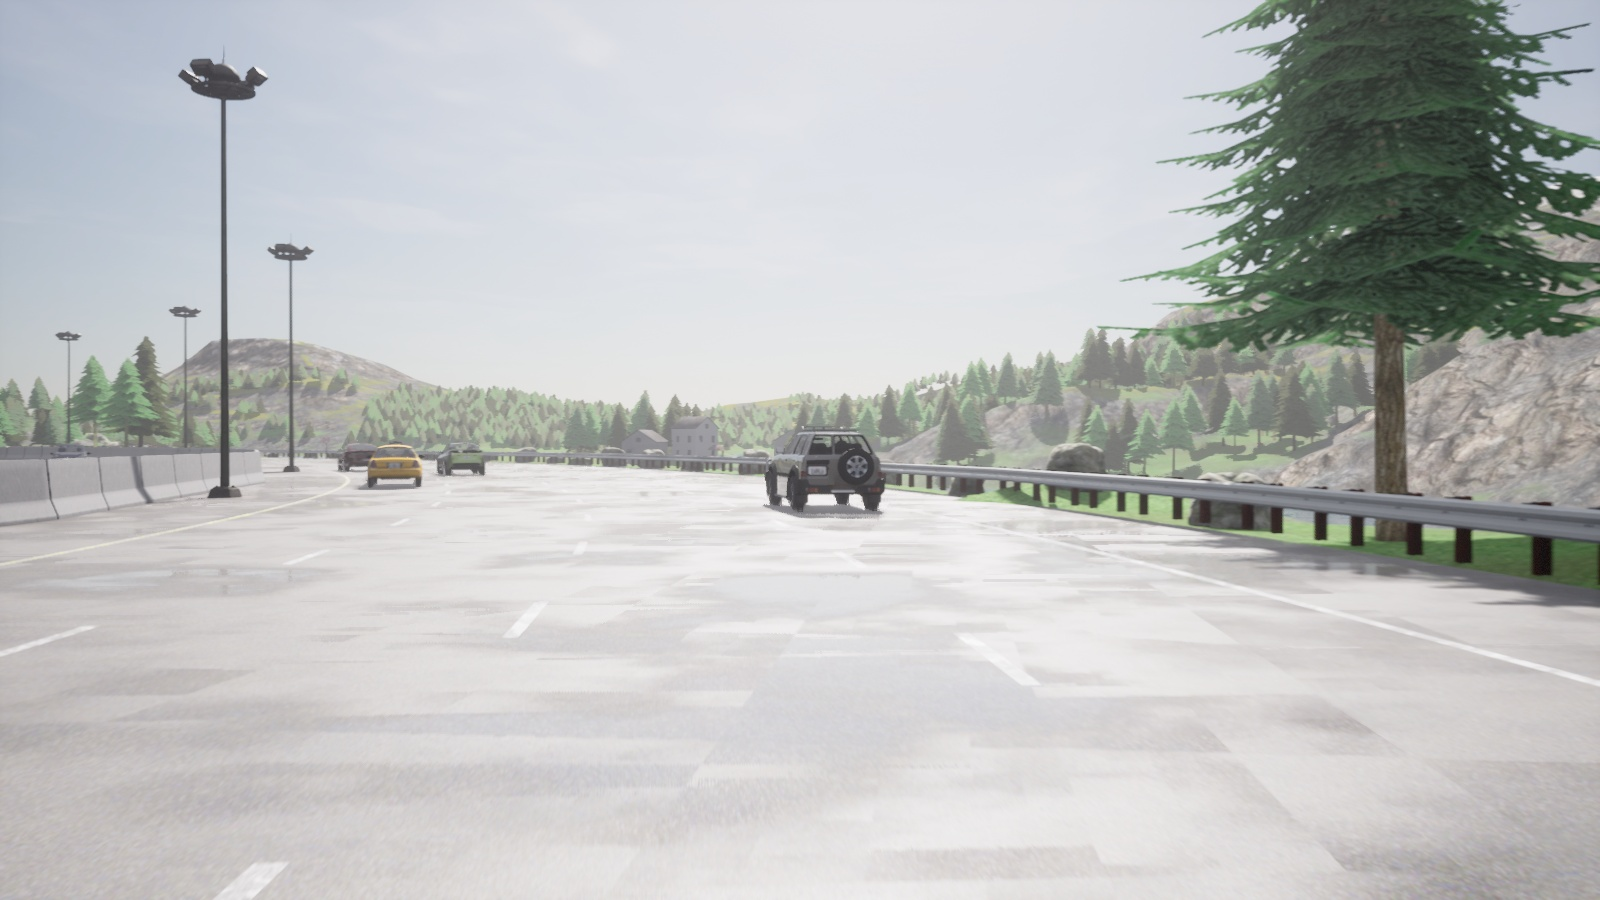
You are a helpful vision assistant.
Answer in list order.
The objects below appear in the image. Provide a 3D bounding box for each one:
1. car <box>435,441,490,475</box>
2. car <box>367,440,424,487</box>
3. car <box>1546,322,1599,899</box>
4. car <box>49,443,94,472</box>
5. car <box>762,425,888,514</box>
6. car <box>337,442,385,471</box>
[{"bbox_3d":[-16.166,0.351,60.004,2.007,1.525,4.514,0,0,-22],"label":"car"},{"bbox_3d":[-14.310,0.431,44.547,1.801,1.575,5.366,0,0,-17],"label":"car"},{"bbox_3d":[3.496,0.554,1.833,1.932,1.855,4.605,0,0,-2],"label":"car"},{"bbox_3d":[-38.127,0.380,65.769,1.845,1.501,3.633,0,0,-27],"label":"car"},{"bbox_3d":[0.469,0.401,28.682,1.932,1.855,4.605,0,0,-11],"label":"car"},{"bbox_3d":[-24.398,0.325,69.640,1.882,1.535,5.008,0,0,-26],"label":"car"}]
